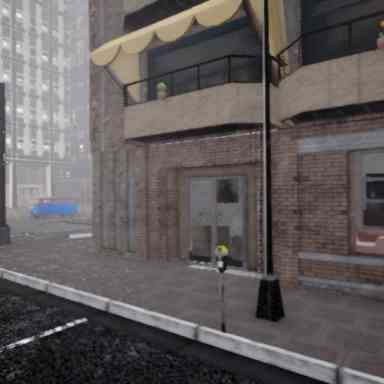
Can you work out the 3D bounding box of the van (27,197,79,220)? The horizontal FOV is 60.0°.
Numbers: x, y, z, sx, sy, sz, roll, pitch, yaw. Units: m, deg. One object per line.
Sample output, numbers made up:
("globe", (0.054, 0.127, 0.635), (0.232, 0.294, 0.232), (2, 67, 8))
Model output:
("van", (-11.312, 1.280, 27.268), (1.690, 1.788, 3.998), (-1, -1, 36))
